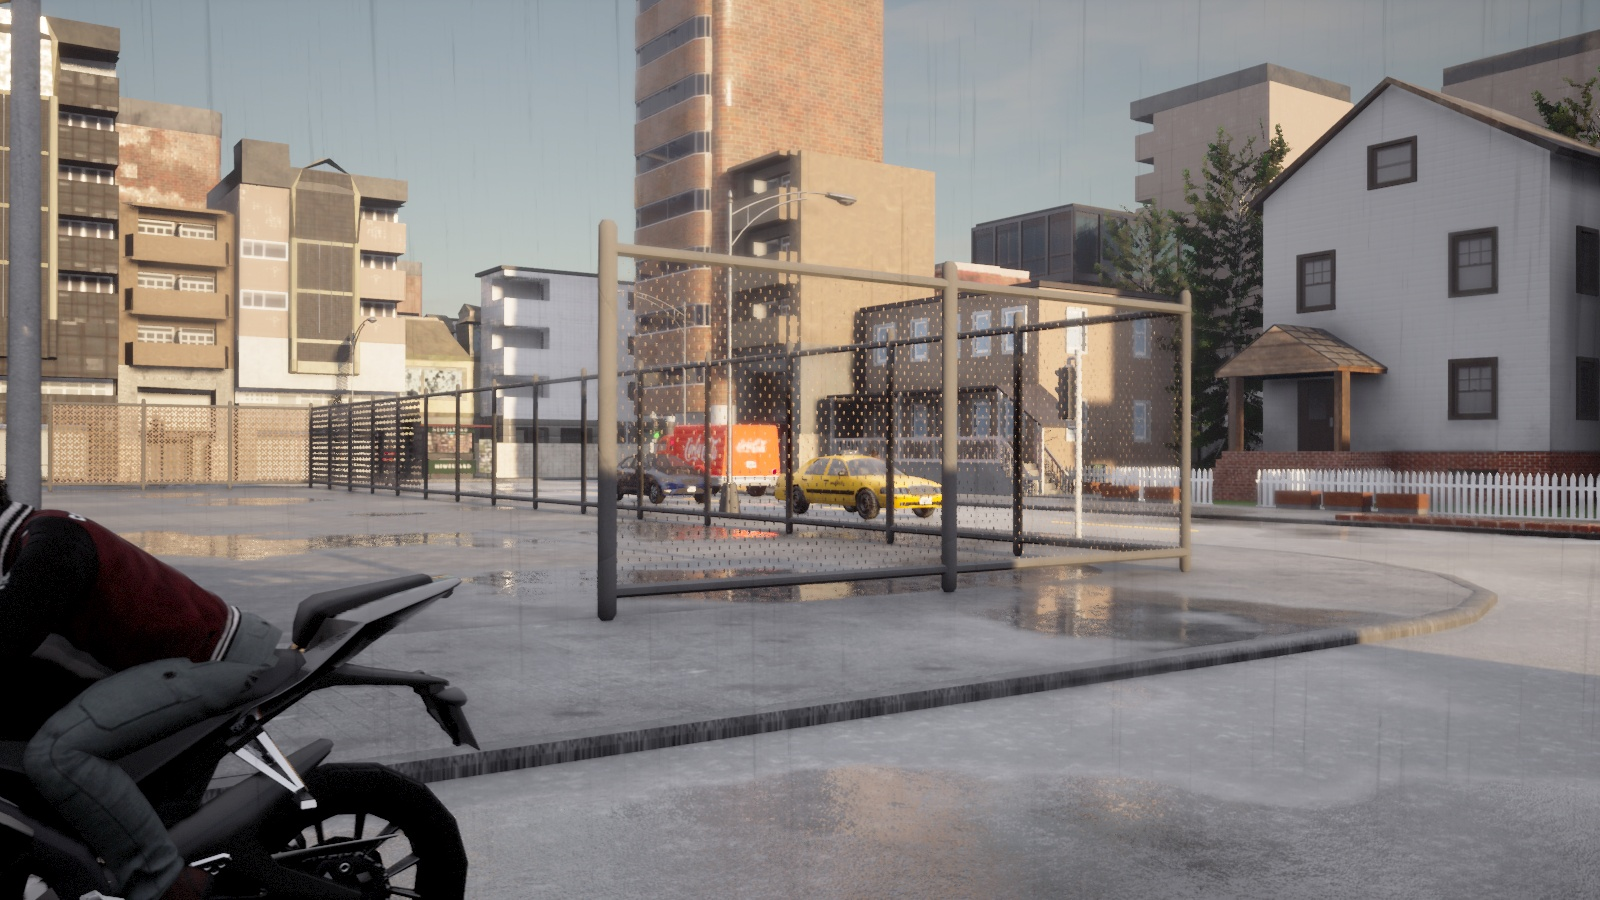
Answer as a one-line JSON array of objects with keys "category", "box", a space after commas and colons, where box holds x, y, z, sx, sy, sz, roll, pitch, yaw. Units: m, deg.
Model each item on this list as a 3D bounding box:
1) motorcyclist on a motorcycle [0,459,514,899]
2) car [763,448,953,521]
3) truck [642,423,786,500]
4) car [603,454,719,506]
[{"category": "motorcyclist on a motorcycle", "box": [-1.882, 0.791, 2.952, 2.191, 1.530, 0.866, 0, 0, -34]}, {"category": "car", "box": [1.259, 0.761, 30.181, 1.801, 1.575, 5.366, 0, 0, -32]}, {"category": "truck", "box": [-3.065, 0.380, 43.424, 2.627, 2.467, 5.204, 0, 0, -36]}, {"category": "car", "box": [-4.282, 0.867, 38.155, 1.816, 1.474, 4.193, 0, 0, -33]}]
